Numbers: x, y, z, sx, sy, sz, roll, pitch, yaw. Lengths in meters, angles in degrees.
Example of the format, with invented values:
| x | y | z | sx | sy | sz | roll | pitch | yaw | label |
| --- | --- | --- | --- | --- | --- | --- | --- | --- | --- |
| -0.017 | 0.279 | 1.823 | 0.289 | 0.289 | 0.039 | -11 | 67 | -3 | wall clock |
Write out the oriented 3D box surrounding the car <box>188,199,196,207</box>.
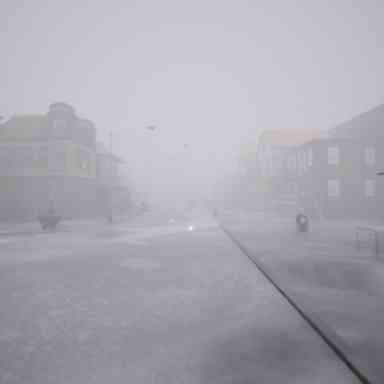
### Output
| x | y | z | sx | sy | sz | roll | pitch | yaw | label |
| --- | --- | --- | --- | --- | --- | --- | --- | --- | --- |
| -0.007 | 2.323 | 71.951 | 1.837 | 1.490 | 4.892 | 0 | -1 | 0 | car |

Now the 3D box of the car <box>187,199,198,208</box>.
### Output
| x | y | z | sx | sy | sz | roll | pitch | yaw | label |
| --- | --- | --- | --- | --- | --- | --- | --- | --- | --- |
| 0.099 | 2.250 | 61.459 | 2.033 | 1.411 | 5.357 | 0 | -1 | -1 | car |
